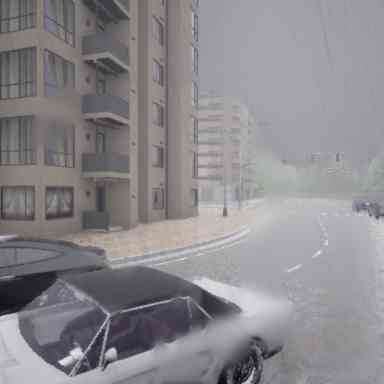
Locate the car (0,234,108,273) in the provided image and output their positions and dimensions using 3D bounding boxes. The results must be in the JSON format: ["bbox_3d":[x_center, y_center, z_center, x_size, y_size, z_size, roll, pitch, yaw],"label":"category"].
[{"bbox_3d":[-3.703,1.526,5.811,4.674,1.442,1.812,0,0,-39],"label":"car"}]

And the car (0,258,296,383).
[{"bbox_3d":[-1.032,1.601,3.439,4.718,1.301,1.895,0,0,-39],"label":"car"}]

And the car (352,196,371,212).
[{"bbox_3d":[19.663,1.352,37.963,2.097,1.767,4.553,0,0,19],"label":"car"}]

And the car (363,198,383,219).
[{"bbox_3d":[16.579,1.547,28.784,2.033,1.411,5.357,0,0,19],"label":"car"}]
